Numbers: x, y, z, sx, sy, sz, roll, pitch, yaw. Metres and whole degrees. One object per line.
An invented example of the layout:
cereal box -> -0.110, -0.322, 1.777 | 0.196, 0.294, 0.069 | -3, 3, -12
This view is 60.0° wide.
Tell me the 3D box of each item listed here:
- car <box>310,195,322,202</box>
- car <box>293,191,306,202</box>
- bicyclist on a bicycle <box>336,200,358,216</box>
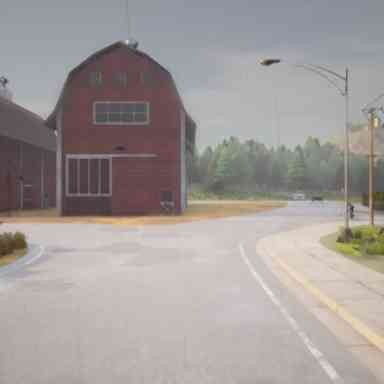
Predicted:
car -> 25.784, 1.261, 69.062 | 1.882, 1.535, 5.008 | 0, 0, 12
car -> 21.044, 0.833, 65.401 | 2.150, 2.045, 5.566 | 0, 0, 17
bicyclist on a bicycle -> 12.489, 1.438, 26.767 | 1.656, 1.620, 0.582 | 0, 0, 33
